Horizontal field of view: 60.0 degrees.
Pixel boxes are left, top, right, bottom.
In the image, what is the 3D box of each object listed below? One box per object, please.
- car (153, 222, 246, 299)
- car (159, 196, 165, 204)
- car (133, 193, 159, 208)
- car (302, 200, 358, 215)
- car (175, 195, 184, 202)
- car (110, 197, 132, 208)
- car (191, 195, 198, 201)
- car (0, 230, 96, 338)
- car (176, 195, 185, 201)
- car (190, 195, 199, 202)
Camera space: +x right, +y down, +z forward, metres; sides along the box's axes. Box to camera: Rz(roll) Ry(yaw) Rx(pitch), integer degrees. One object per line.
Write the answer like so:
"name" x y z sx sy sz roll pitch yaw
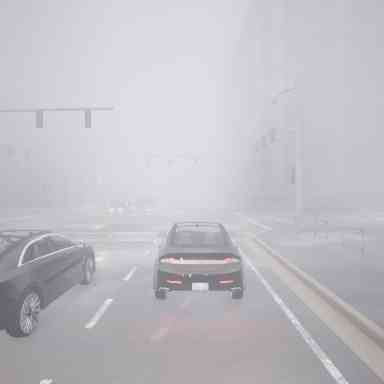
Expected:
"car" 0.136 1.492 8.426 2.128 1.511 4.902 0 0 0
"car" -6.648 1.491 59.606 2.128 1.511 4.902 0 0 1
"car" -6.735 1.221 49.393 2.150 2.045 5.566 0 0 2
"car" 13.447 1.492 32.892 5.357 1.411 2.033 0 0 0
"car" -2.959 1.497 75.701 1.837 1.490 4.892 0 0 0
"car" -10.262 1.564 47.074 1.994 1.385 4.181 0 0 0
"car" 0.611 1.461 85.379 1.882 1.535 5.008 0 0 0
"car" -3.398 1.492 6.607 2.128 1.511 4.902 0 0 1
"car" -2.889 1.523 85.404 2.033 1.411 5.357 0 0 0
"car" 0.546 1.593 76.334 1.895 1.301 4.718 0 0 0
